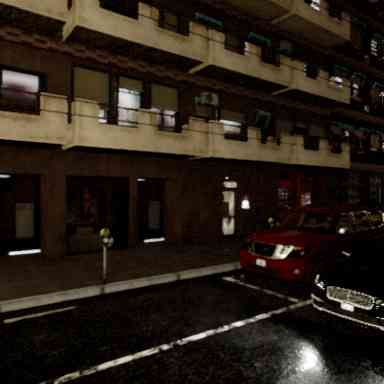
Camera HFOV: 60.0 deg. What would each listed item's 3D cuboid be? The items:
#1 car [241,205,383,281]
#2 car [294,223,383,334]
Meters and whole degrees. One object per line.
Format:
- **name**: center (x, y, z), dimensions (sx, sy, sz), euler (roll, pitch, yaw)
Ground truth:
- **car**: center (3.651, 1.318, 9.161), dimensions (5.009, 1.841, 2.192), euler (0, 0, -36)
- **car**: center (4.341, 1.509, 6.447), dimensions (4.892, 1.490, 1.837), euler (0, 0, -35)
